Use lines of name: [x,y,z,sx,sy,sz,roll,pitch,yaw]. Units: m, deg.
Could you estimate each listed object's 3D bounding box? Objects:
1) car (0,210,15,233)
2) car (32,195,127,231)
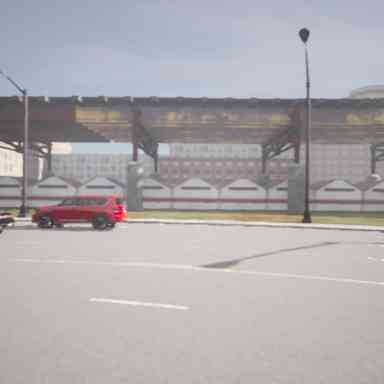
car: [-11.660,1.419,16.875,4.902,1.511,2.128,1,-1,-1]
car: [-6.796,1.220,20.462,5.566,2.045,2.150,1,-1,3]
